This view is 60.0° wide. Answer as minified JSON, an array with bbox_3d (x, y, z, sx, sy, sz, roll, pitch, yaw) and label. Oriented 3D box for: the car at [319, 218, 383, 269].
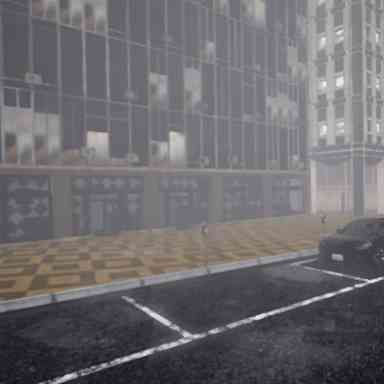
[{"bbox_3d":[6.071,1.548,11.073,4.313,1.339,1.947,0,-1,-35],"label":"car"}]
